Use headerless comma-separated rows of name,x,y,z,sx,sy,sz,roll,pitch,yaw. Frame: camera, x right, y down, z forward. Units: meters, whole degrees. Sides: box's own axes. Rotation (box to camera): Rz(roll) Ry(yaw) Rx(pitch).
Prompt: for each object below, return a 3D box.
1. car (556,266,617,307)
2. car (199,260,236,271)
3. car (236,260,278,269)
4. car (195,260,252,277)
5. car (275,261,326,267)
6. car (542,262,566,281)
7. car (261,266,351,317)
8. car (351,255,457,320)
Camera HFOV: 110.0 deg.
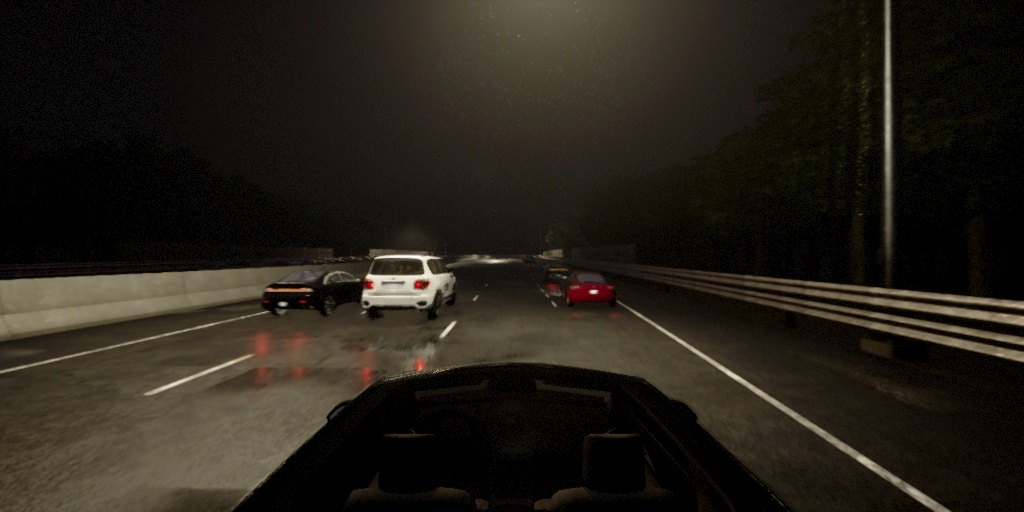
car,3.219,1.338,15.777,1.994,1.385,4.181,0,0,2
car,-24.534,1.160,31.447,1.837,1.490,4.892,0,0,0
car,-21.024,1.141,31.323,1.882,1.535,5.008,0,0,0
car,-28.022,1.149,35.058,1.812,1.442,4.674,0,0,0
car,-17.529,1.219,31.107,2.033,1.411,5.357,0,0,0
car,3.582,1.218,29.453,2.128,1.511,4.902,0,1,1
car,-6.887,1.246,13.209,2.128,1.511,4.902,0,0,0
car,-3.388,0.983,12.914,2.150,2.045,5.566,0,0,0
